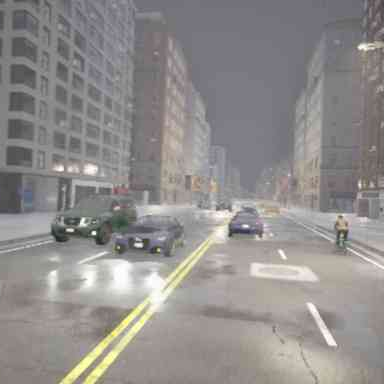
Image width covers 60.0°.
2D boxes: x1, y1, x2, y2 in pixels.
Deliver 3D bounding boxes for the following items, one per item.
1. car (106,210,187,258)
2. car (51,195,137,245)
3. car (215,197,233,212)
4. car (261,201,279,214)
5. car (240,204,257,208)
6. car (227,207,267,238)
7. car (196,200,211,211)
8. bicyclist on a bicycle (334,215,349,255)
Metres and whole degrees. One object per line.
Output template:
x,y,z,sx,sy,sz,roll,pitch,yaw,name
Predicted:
-1.448,1.617,13.130,1.994,1.385,4.181,2,0,10,car
-4.279,1.187,15.725,2.150,2.045,5.566,2,-1,10,car
4.607,1.787,47.607,2.150,2.045,5.566,2,0,10,car
11.401,2.313,47.791,1.882,1.535,5.008,2,-1,10,car
6.687,2.111,39.641,1.812,1.442,4.674,2,-1,10,car
3.255,1.854,20.019,1.994,1.385,4.181,2,-1,10,car
1.849,1.996,50.708,1.837,1.490,4.892,2,0,10,car
6.330,1.813,14.126,0.582,1.620,1.656,2,-1,10,bicyclist on a bicycle
